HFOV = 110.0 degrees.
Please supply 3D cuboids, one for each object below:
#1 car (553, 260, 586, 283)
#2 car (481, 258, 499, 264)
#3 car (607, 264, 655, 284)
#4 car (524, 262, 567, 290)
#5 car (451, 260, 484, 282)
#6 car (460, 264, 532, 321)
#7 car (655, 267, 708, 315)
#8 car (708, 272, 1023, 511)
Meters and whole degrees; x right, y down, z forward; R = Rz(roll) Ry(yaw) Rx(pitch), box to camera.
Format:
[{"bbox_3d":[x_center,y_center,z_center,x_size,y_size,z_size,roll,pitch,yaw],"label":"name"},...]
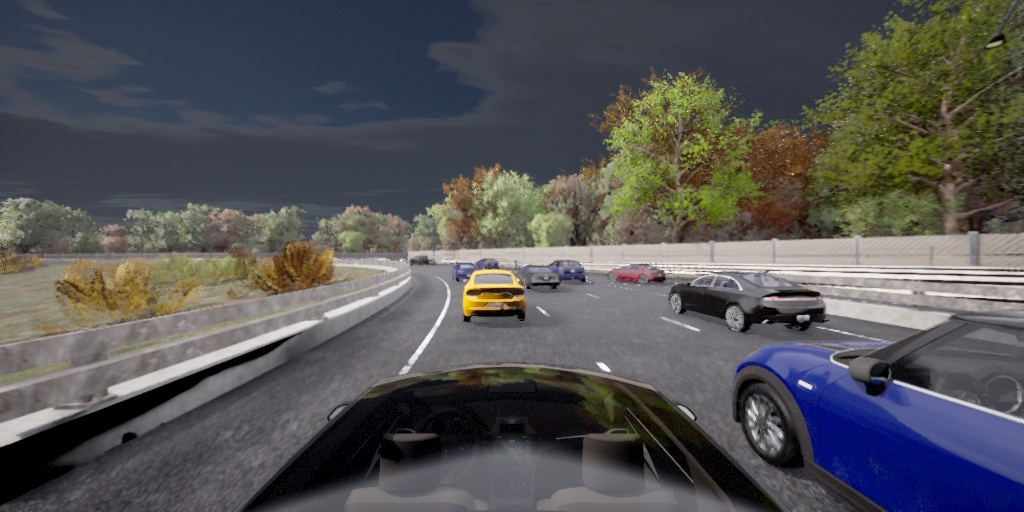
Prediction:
[{"bbox_3d":[3.809,1.053,27.241,2.097,1.767,4.553,0,0,-13],"label":"car"},{"bbox_3d":[-3.471,1.042,48.331,2.097,1.767,4.553,0,0,-26],"label":"car"},{"bbox_3d":[8.966,1.242,26.071,1.994,1.385,4.181,0,0,-34],"label":"car"},{"bbox_3d":[1.394,1.262,22.148,2.033,1.411,5.357,0,0,-11],"label":"car"},{"bbox_3d":[-3.737,1.252,28.640,1.812,1.442,4.674,0,0,-15],"label":"car"},{"bbox_3d":[-0.701,1.215,12.489,1.882,1.535,5.008,0,0,-6],"label":"car"},{"bbox_3d":[6.495,1.206,10.622,2.128,1.511,4.902,0,0,-4],"label":"car"},{"bbox_3d":[3.430,1.090,2.031,2.097,1.767,4.553,0,0,0],"label":"car"}]
